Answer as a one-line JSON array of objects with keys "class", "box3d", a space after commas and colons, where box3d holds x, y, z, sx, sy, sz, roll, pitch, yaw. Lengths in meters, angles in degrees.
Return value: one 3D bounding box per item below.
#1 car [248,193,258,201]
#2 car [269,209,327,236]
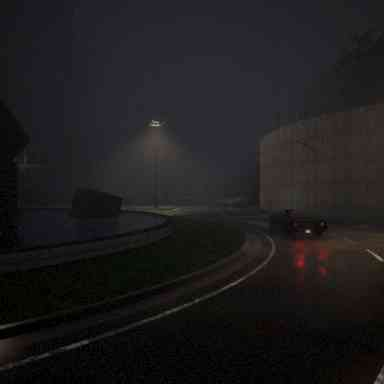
[{"class": "car", "box3d": [16.129, 1.225, 87.639, 2.150, 2.045, 5.566, 0, 0, 18]}, {"class": "car", "box3d": [5.643, 1.601, 18.400, 1.895, 1.301, 4.718, 0, 0, 0]}]
